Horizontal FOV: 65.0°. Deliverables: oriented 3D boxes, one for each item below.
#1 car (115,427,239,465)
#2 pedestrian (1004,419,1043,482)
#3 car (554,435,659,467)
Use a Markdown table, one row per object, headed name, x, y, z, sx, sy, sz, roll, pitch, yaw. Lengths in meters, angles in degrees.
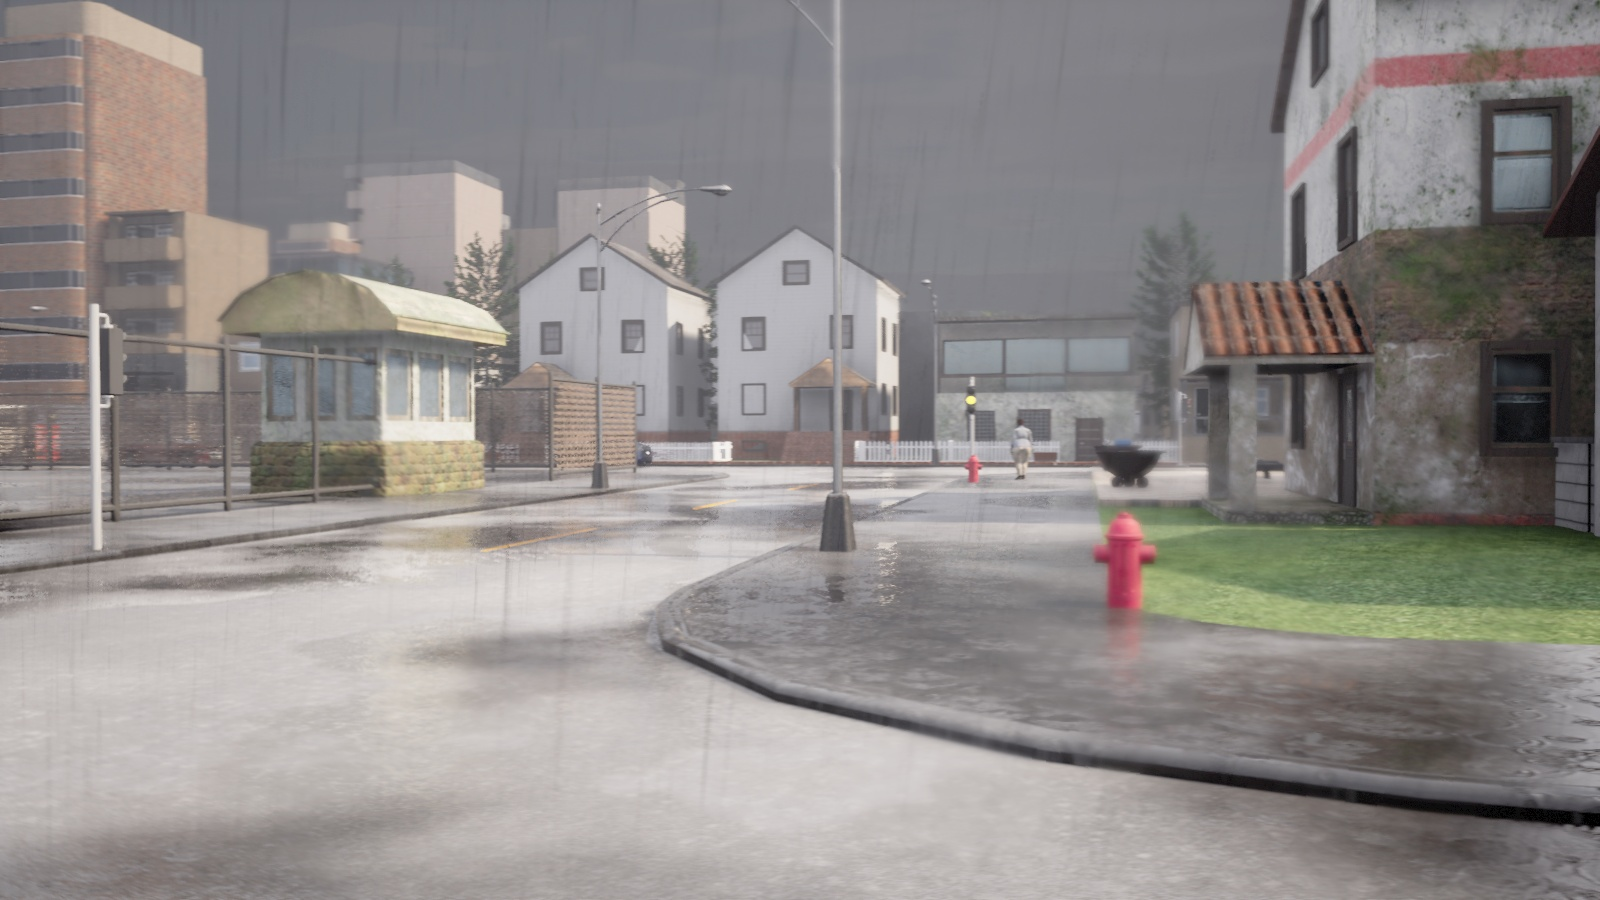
| name | x | y | z | sx | sy | sz | roll | pitch | yaw |
| --- | --- | --- | --- | --- | --- | --- | --- | --- | --- |
| car | -28.005 | -0.193 | 56.510 | 4.856 | 1.649 | 2.033 | 0 | 1 | 14 |
| pedestrian | 6.697 | 0.005 | 37.644 | 0.874 | 1.855 | 0.900 | 0 | 1 | -9 |
| car | -8.641 | 0.026 | 56.131 | 4.181 | 1.385 | 1.994 | 0 | 1 | 13 |
